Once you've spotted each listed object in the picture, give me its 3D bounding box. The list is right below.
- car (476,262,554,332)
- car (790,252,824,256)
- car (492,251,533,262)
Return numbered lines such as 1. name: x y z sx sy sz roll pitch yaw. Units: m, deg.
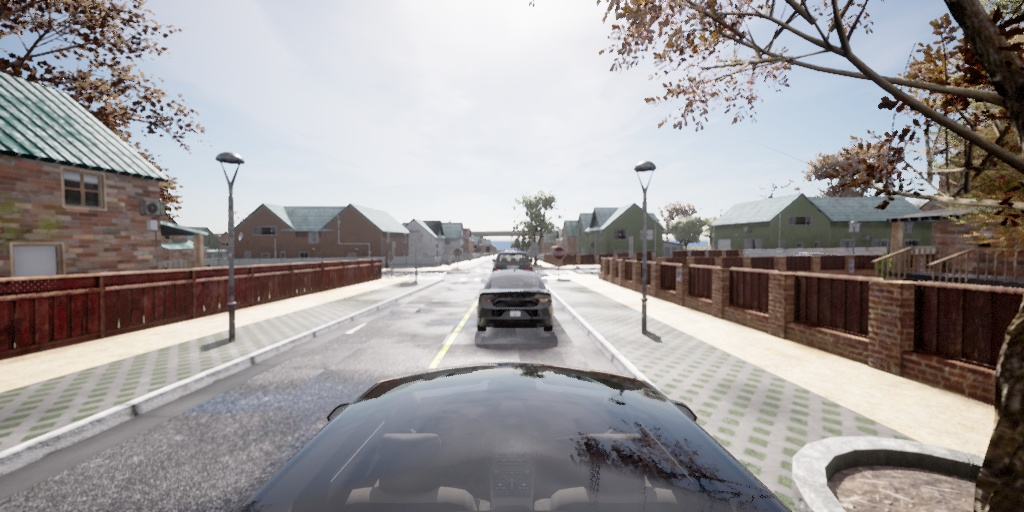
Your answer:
1. car: 0.071 1.121 10.528 1.882 1.535 5.008 0 1 0
2. car: 27.674 0.334 33.915 4.674 1.442 1.812 -1 2 0
3. car: 0.035 0.745 20.414 2.150 2.045 5.566 0 1 0
